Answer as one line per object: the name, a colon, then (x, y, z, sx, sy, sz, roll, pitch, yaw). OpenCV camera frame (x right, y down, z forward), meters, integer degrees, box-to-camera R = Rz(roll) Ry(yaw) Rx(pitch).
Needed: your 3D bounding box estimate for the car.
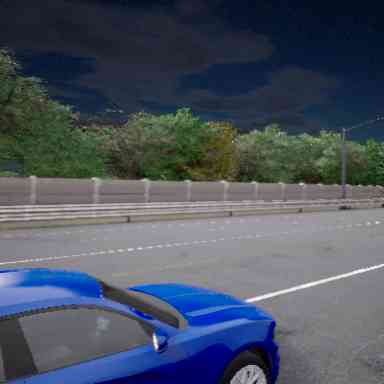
car: (-1.339, 1.461, 2.913, 5.008, 1.535, 1.882, 0, 0, -36)
